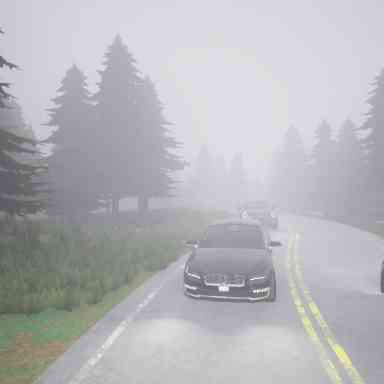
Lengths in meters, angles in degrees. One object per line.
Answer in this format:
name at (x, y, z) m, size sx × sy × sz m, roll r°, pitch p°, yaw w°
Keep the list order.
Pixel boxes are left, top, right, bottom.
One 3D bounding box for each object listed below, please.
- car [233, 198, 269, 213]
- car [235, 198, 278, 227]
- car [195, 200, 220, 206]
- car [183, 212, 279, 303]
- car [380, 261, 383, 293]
car at (6.242, 1.410, 35.737) m, size 1.837 × 1.490 × 4.892 m, roll 2°, pitch -1°, yaw -15°
car at (3.914, 1.269, 20.465) m, size 2.097 × 1.767 × 4.553 m, roll -1°, pitch 0°, yaw 5°
car at (1.969, 1.798, 44.867) m, size 1.812 × 1.442 × 4.674 m, roll 3°, pitch -5°, yaw -35°
car at (1.100, 1.496, 8.421) m, size 1.837 × 1.490 × 4.892 m, roll -1°, pitch 0°, yaw 13°
car at (4.499, 1.308, 4.647) m, size 2.097 × 1.767 × 4.553 m, roll -1°, pitch 0°, yaw 8°
